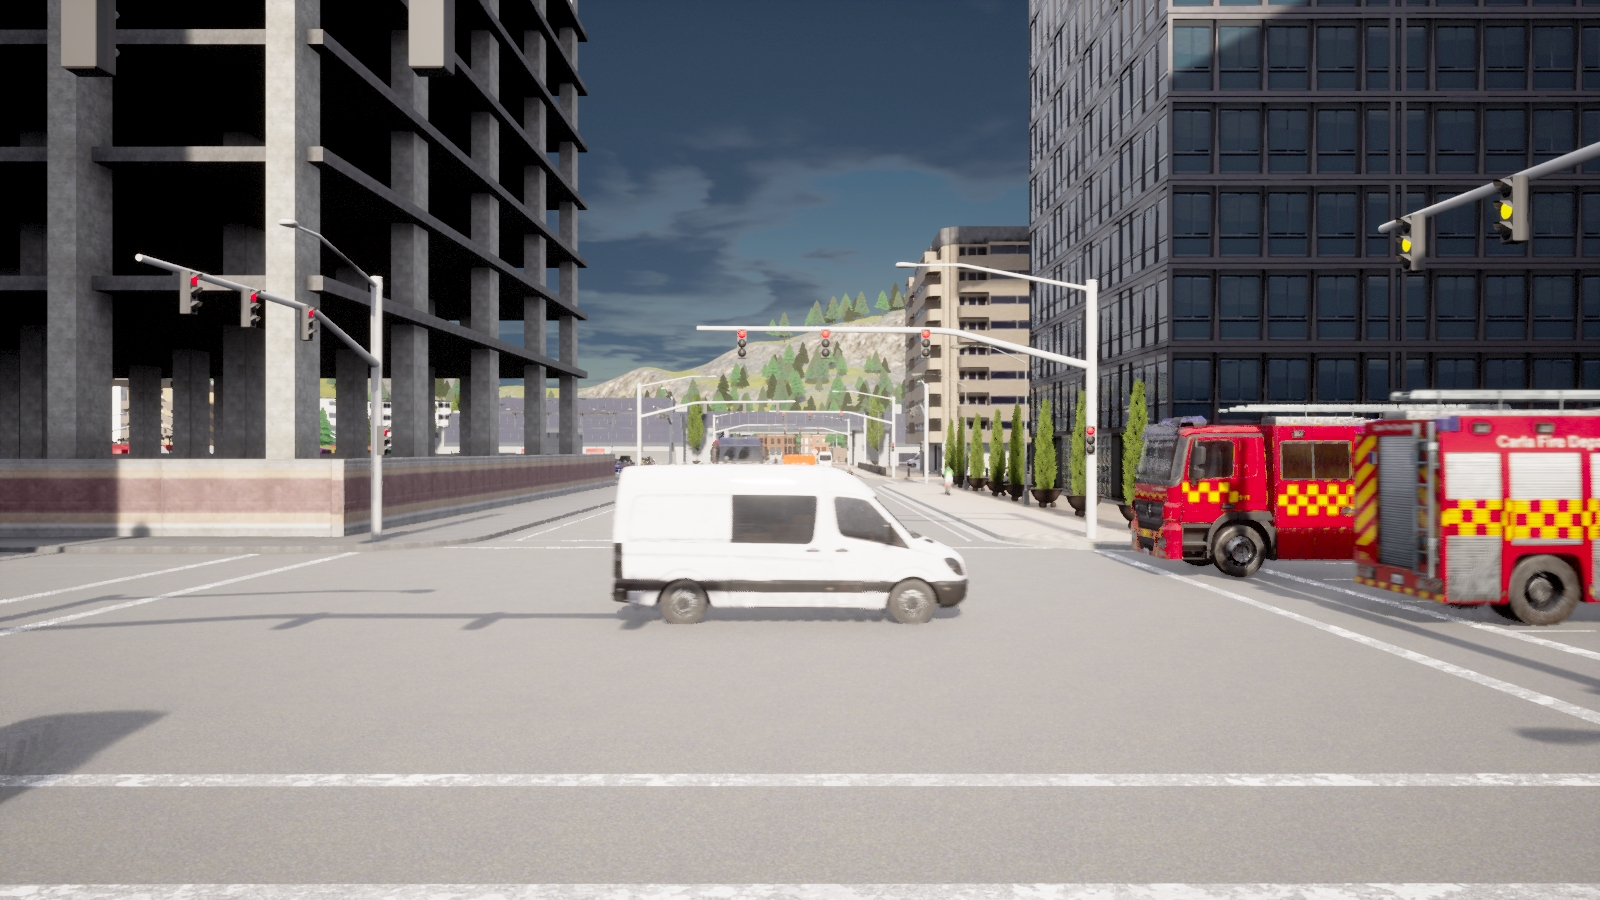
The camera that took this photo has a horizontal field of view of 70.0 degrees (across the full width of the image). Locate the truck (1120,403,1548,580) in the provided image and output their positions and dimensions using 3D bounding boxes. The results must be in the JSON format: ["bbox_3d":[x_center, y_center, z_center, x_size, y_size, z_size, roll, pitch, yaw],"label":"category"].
[{"bbox_3d":[11.970,0.889,26.163,8.468,3.827,2.891,0,0,-1],"label":"truck"}]

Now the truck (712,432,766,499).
[{"bbox_3d":[-3.790,0.887,69.142,2.891,3.827,8.468,0,0,-5],"label":"truck"}]

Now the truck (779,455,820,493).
[{"bbox_3d":[-0.023,1.564,76.782,2.627,2.467,5.204,0,0,0],"label":"truck"}]

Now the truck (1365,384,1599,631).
[{"bbox_3d":[14.435,0.889,19.180,8.468,3.827,2.891,0,0,-1],"label":"truck"}]

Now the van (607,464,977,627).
[{"bbox_3d":[-0.137,1.533,19.233,5.915,2.561,1.988,0,0,-1],"label":"van"}]

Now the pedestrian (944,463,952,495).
[{"bbox_3d":[8.644,1.693,66.719,0.375,1.860,0.375,0,0,-1],"label":"pedestrian"}]

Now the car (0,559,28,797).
[{"bbox_3d":[-7.172,1.857,7.573,1.905,1.878,3.866,0,0,-8],"label":"car"}]
